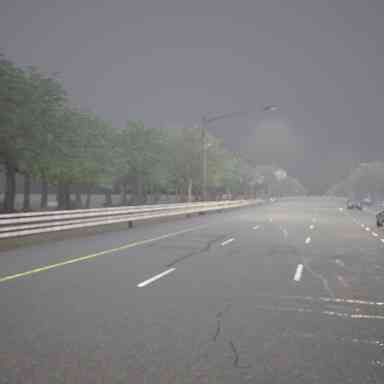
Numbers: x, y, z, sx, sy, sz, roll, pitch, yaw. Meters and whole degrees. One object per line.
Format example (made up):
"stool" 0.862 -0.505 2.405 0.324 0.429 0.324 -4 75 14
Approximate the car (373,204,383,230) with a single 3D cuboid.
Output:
"car" 13.616 1.752 22.190 1.882 1.535 5.008 0 -1 21

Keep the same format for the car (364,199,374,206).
"car" 38.544 2.308 73.113 1.812 1.442 4.674 0 0 43

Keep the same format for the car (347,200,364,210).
"car" 25.361 2.138 52.065 1.895 1.301 4.718 0 0 24
